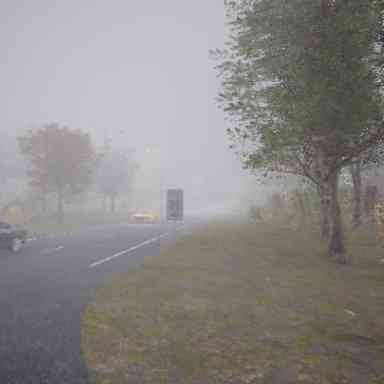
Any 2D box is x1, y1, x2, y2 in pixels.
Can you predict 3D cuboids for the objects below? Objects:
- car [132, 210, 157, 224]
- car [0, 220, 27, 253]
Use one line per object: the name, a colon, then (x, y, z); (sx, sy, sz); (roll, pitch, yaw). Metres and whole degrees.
car: (-5.466, 2.802, 38.787); (1.882, 1.535, 5.008); (0, -2, 7)
car: (-8.861, 1.868, 13.494); (1.837, 1.490, 4.892); (1, -2, 11)
